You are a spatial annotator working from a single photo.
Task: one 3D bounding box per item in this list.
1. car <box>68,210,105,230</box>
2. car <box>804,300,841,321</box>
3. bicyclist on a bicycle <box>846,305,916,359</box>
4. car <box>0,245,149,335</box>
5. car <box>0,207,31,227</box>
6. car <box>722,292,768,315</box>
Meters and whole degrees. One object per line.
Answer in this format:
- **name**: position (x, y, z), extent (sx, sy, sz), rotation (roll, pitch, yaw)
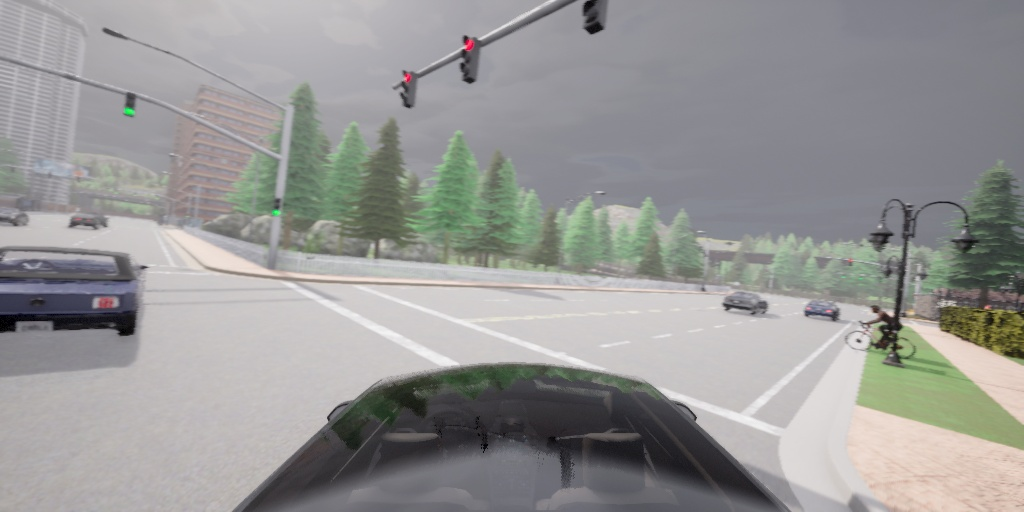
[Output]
- **car**: position (-43.276, -3.528, 36.398), extent (4.892, 1.490, 1.837), rotation (6, 0, 44)
- **car**: position (24.138, 4.153, 27.867), extent (5.357, 1.411, 2.033), rotation (7, 0, -44)
- **bicyclist on a bicycle**: position (12.331, 2.498, 12.006), extent (0.582, 1.620, 1.656), rotation (7, -1, -44)
- **car**: position (-7.787, 0.480, 6.319), extent (1.895, 1.301, 4.718), rotation (7, 0, -44)
- **car**: position (-40.604, -3.213, 28.803), extent (5.357, 1.411, 2.033), rotation (6, 0, 45)
- **car**: position (16.561, 3.279, 25.329), extent (5.357, 1.411, 2.033), rotation (7, 0, -44)
